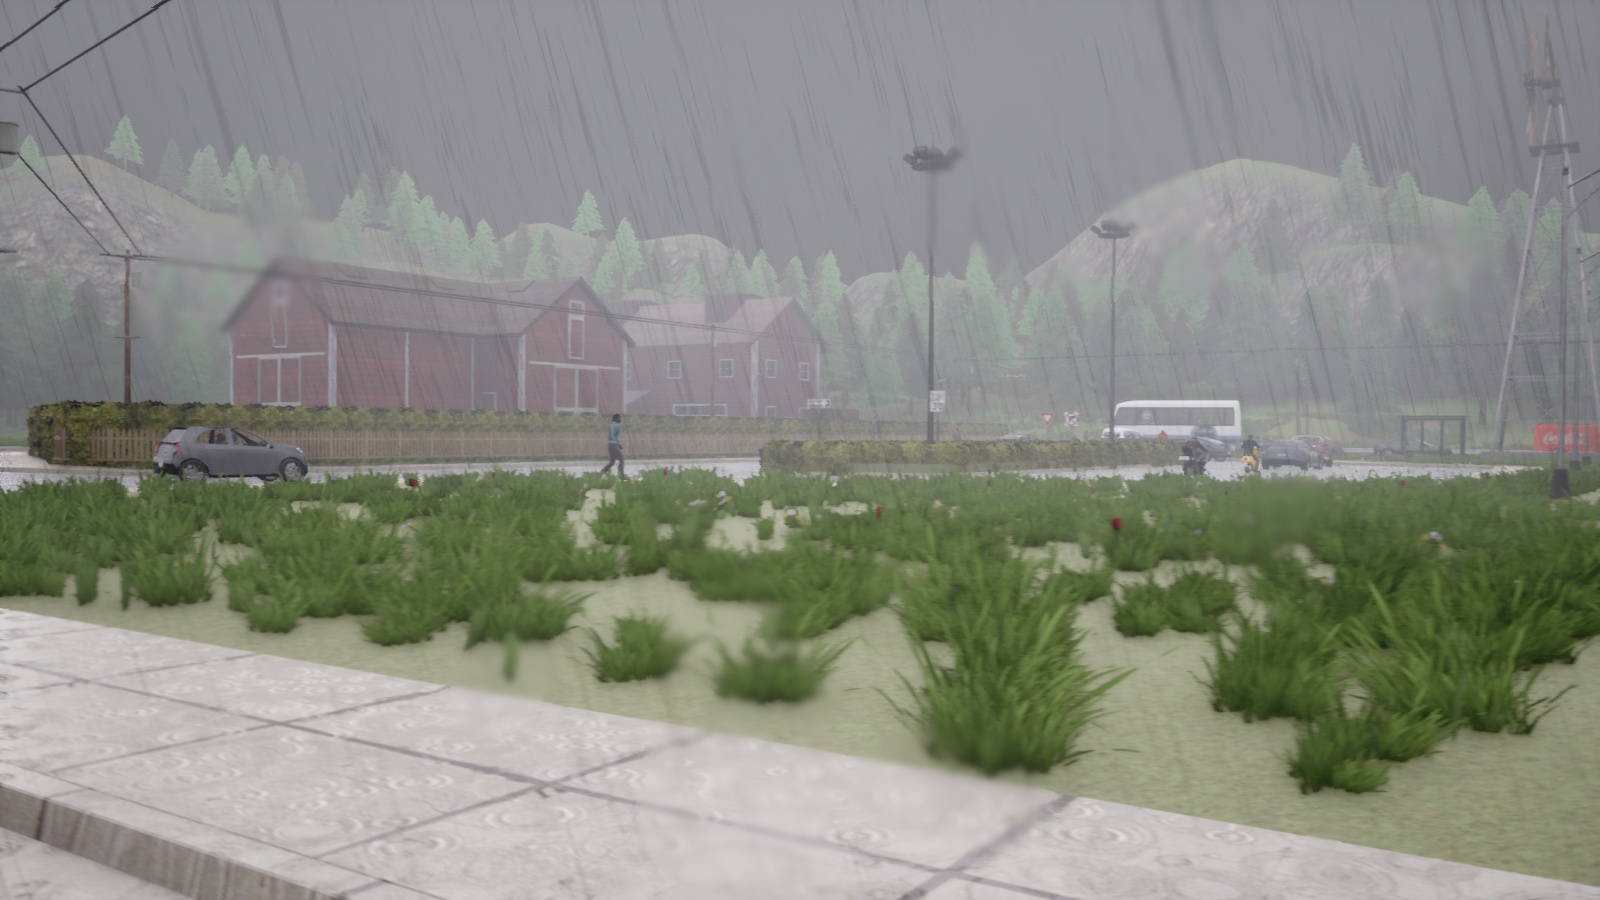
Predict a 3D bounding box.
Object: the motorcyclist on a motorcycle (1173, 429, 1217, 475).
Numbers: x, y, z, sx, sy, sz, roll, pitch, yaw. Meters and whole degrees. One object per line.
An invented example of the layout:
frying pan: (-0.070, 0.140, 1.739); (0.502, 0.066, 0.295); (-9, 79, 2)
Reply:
motorcyclist on a motorcycle: (13.717, 0.046, 43.598); (0.866, 1.530, 2.191); (0, 1, 34)

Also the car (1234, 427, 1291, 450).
car: (33.216, -0.823, 90.137); (3.705, 1.549, 1.789); (0, 1, 25)

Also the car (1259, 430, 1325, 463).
car: (22.301, -0.183, 56.790); (1.994, 1.385, 4.181); (0, 1, 33)

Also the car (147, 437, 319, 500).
car: (-14.689, 0.432, 32.658); (1.845, 1.501, 3.633); (0, 1, 44)

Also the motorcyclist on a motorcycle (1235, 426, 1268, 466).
motorcyclist on a motorcycle: (18.151, -0.170, 50.467); (0.866, 1.590, 1.817); (0, 1, 33)

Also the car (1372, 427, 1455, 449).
car: (41.406, -0.804, 84.828); (4.792, 1.488, 2.163); (0, 1, 34)

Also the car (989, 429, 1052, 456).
car: (13.067, -0.453, 74.128); (2.007, 1.525, 4.514); (0, 1, 34)

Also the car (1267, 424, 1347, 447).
car: (37.098, -1.083, 91.915); (5.027, 1.651, 2.152); (0, 1, 34)

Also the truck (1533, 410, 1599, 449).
truck: (49.460, -1.290, 79.425); (5.204, 2.467, 2.627); (0, 1, 34)

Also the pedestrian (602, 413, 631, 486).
pedestrian: (-4.910, -0.027, 33.541); (0.692, 1.930, 0.396); (-1, 1, 1)

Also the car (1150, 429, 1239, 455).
car: (23.124, -0.461, 73.749); (1.812, 1.442, 4.674); (-1, 1, -41)

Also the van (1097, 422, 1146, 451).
van: (22.754, -0.965, 88.777); (2.069, 2.038, 4.480); (0, 1, 33)

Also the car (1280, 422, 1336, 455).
car: (26.189, -0.615, 64.907); (2.152, 1.651, 5.027); (0, 1, 16)
